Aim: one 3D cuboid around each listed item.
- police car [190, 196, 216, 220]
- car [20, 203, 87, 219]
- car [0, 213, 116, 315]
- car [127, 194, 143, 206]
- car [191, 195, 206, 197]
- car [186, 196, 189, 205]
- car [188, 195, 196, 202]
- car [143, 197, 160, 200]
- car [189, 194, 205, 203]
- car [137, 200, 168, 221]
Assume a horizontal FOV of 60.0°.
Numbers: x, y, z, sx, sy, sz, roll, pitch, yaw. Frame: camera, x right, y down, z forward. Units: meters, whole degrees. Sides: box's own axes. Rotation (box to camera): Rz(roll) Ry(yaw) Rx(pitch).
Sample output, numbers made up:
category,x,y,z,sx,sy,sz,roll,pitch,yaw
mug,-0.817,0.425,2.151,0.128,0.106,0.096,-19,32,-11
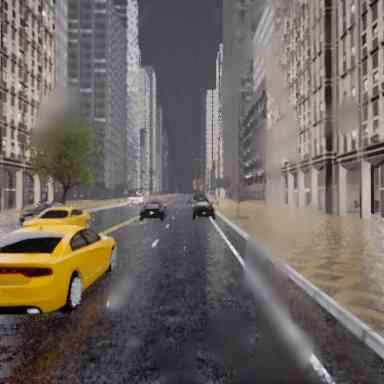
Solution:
category,x,y,z,sx,sy,sz,roll,pitch,yaw
police car,0.973,1.459,28.879,1.930,1.638,5.238,0,0,0
car,-6.601,1.496,16.659,1.882,1.535,5.008,0,0,0
car,-3.138,1.486,7.749,1.882,1.535,5.008,0,0,0
car,-9.782,1.296,57.798,2.150,2.045,5.566,0,0,1
car,0.972,1.502,38.961,1.801,1.575,5.366,0,0,0
car,-0.003,1.429,62.951,2.097,1.767,4.553,0,0,0
car,-0.006,1.577,80.928,1.882,1.535,5.008,0,0,0
car,-6.551,1.617,57.332,2.033,1.411,5.357,0,0,1
car,0.972,1.279,44.803,2.150,2.045,5.566,0,0,0
car,-3.150,1.596,27.934,1.994,1.385,4.181,0,0,0
